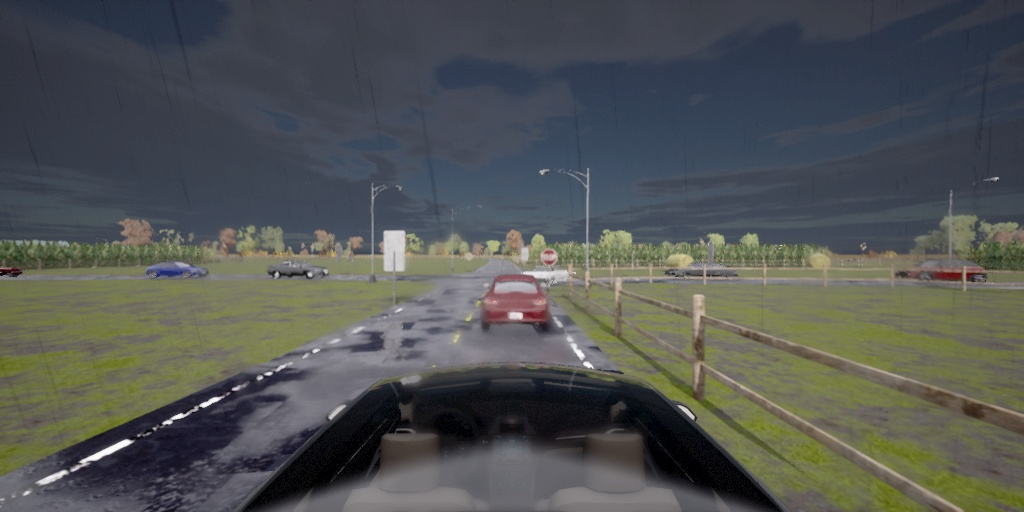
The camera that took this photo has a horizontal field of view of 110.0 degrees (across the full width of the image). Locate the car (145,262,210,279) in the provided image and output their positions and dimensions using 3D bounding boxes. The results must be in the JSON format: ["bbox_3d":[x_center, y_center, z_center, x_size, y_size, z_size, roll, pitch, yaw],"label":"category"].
[{"bbox_3d":[-29.192,1.222,31.320,4.674,1.442,1.812,0,0,0],"label":"car"}]

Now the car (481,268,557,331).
[{"bbox_3d":[0.097,1.262,10.862,1.812,1.442,4.674,0,0,0],"label":"car"}]

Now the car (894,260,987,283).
[{"bbox_3d":[31.711,1.082,26.721,4.553,1.767,2.097,0,0,14],"label":"car"}]

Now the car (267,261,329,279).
[{"bbox_3d":[-18.428,1.192,30.982,4.902,1.511,2.128,0,0,3],"label":"car"}]

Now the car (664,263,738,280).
[{"bbox_3d":[15.742,1.256,30.075,5.357,1.411,2.033,0,0,10],"label":"car"}]

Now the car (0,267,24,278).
[{"bbox_3d":[-45.768,1.293,31.032,4.718,1.301,1.895,0,0,-2],"label":"car"}]

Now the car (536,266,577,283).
[{"bbox_3d":[2.818,1.327,25.527,1.895,1.301,4.718,0,0,37],"label":"car"}]
